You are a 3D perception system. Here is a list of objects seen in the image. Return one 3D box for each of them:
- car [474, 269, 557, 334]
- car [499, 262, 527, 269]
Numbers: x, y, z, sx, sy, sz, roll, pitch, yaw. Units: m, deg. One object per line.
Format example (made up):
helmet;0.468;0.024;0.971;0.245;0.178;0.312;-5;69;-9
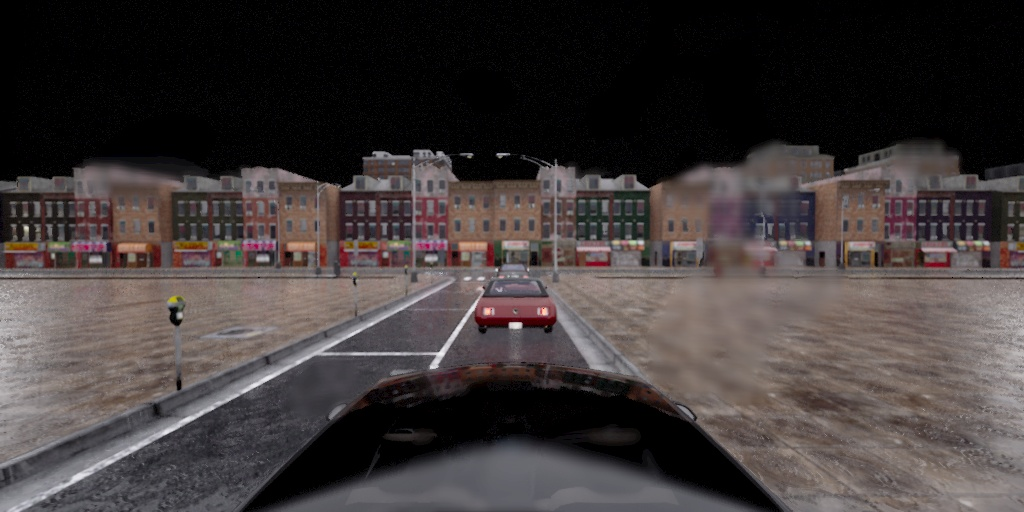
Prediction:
car;0.085;1.238;10.227;1.895;1.301;4.718;0;1;0
car;0.039;1.049;20.521;2.033;1.411;5.357;0;1;-1
